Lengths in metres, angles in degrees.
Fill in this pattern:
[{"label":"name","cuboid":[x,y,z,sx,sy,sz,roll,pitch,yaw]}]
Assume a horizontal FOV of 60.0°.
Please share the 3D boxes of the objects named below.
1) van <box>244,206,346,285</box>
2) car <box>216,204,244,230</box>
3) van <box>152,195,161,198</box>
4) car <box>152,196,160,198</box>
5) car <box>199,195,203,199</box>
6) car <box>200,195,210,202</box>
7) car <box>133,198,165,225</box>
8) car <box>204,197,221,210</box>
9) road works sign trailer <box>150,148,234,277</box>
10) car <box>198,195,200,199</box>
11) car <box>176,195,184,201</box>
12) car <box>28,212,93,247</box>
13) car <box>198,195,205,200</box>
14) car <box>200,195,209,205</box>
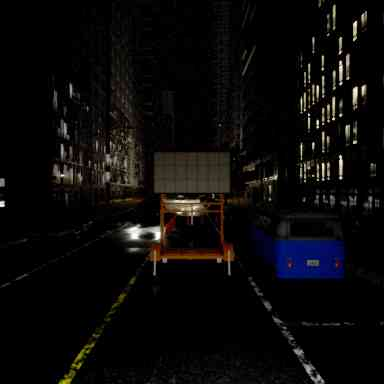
[{"label":"van","cuboid":[2.691,1.341,9.246,1.690,1.788,3.998,0,0,0]},{"label":"car","cuboid":[2.691,1.581,20.630,1.802,1.307,4.206,0,0,0]},{"label":"van","cuboid":[-5.688,1.328,54.789,1.690,1.788,3.998,0,0,0]},{"label":"car","cuboid":[-5.689,1.548,43.404,2.008,1.369,4.403,0,0,0]},{"label":"car","cuboid":[2.692,1.538,54.785,2.008,1.369,4.403,0,0,0]},{"label":"car","cuboid":[2.693,1.401,71.862,1.967,1.590,4.097,0,0,0]},{"label":"car","cuboid":[-3.099,1.477,24.514,1.882,1.535,5.008,0,0,0]},{"label":"car","cuboid":[2.692,1.581,37.708,1.802,1.307,4.206,0,0,0]},{"label":"road works sign trailer","cuboid":[0.001,0.464,10.265,2.380,3.560,2.880,0,0,0]},{"label":"car","cuboid":[2.693,1.410,66.170,1.967,1.590,4.097,0,0,0]},{"label":"car","cuboid":[-2.998,1.537,85.920,1.895,1.301,4.718,0,0,0]},{"label":"car","cuboid":[-5.690,1.581,14.941,1.802,1.307,4.206,0,0,0]},{"label":"car","cuboid":[2.694,1.462,94.633,1.887,1.381,4.507,0,0,0]},{"label":"car","cuboid":[2.692,1.544,49.093,2.008,1.369,4.403,0,0,0]}]
